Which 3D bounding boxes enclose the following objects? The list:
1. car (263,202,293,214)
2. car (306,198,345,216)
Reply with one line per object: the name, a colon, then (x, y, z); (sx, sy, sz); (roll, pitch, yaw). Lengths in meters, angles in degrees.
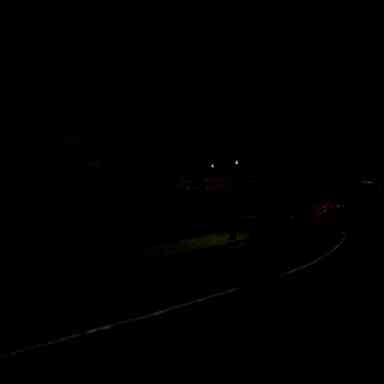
car: (11.052, 2.008, 42.956); (2.128, 1.511, 4.902); (0, -1, -17)
car: (15.700, 1.684, 39.410); (2.150, 2.045, 5.566); (0, -1, -9)
